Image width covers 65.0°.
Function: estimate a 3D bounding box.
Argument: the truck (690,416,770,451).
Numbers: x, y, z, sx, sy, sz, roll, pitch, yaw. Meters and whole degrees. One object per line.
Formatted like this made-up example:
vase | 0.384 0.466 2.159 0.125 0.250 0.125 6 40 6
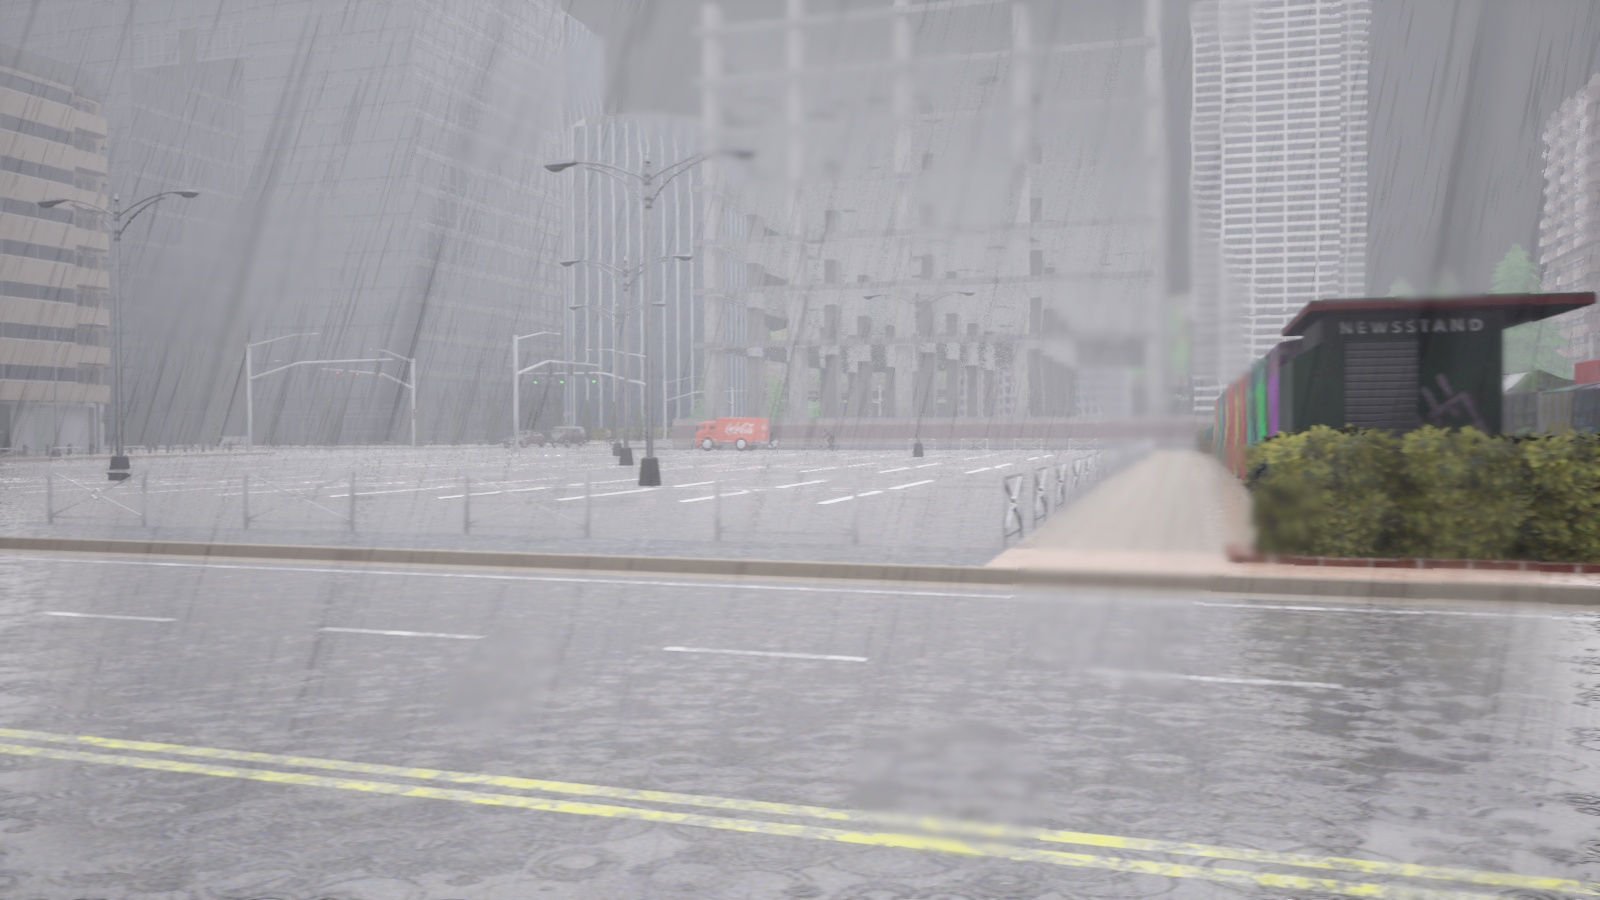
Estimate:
truck | -5.115 -1.208 91.971 5.204 2.467 2.627 0 1 17
